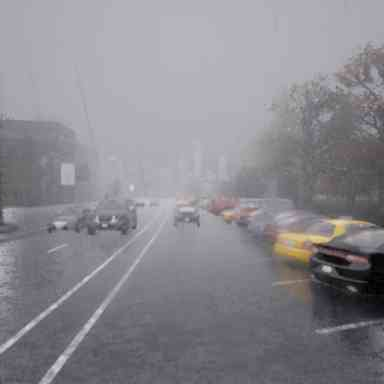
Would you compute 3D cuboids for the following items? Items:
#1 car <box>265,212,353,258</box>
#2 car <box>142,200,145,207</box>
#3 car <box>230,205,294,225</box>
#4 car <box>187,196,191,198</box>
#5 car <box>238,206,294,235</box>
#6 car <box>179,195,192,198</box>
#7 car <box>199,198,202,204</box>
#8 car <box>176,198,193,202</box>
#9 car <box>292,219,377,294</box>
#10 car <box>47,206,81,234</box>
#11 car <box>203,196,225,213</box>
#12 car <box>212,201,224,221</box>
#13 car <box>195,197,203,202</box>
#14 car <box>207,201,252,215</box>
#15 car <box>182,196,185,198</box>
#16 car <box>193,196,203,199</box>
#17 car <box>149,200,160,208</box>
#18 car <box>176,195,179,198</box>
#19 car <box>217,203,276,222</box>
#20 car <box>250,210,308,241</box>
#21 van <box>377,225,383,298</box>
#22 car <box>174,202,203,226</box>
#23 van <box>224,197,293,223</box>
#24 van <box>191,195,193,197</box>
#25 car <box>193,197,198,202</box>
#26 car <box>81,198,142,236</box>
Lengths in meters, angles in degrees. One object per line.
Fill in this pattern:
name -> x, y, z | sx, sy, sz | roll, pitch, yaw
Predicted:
car -> 5.378, 1.587, 11.159 | 5.366, 1.575, 1.946 | 1, -1, -21
car -> -9.724, 2.179, 61.568 | 1.895, 1.301, 4.718 | 0, -1, -4
car -> 4.997, 1.693, 19.963 | 4.674, 1.452, 2.002 | 1, -1, -22
car -> 2.118, 2.105, 67.396 | 5.008, 1.535, 2.097 | 1, -1, -26
car -> 5.056, 1.672, 17.009 | 4.674, 1.452, 2.002 | 0, 0, -21
car -> 0.275, 2.038, 85.152 | 5.566, 2.045, 2.435 | 1, -1, -27
car -> 3.944, 1.851, 43.700 | 4.892, 1.521, 2.231 | 1, 0, -24
car -> -1.212, 1.832, 41.939 | 1.882, 1.535, 5.008 | 0, -1, -3
car -> 5.241, 1.562, 8.123 | 5.008, 1.535, 2.097 | 1, -1, -21
car -> -7.417, 1.675, 20.854 | 2.128, 1.511, 4.902 | 0, 0, -2
car -> 4.452, 1.519, 34.821 | 5.566, 2.045, 2.435 | 1, -1, -23
car -> 4.633, 1.691, 25.828 | 5.366, 1.575, 1.946 | 1, 0, -22
car -> 3.520, 1.938, 49.620 | 4.792, 1.488, 2.163 | 1, 0, -24
car -> 4.276, 1.835, 37.768 | 4.674, 1.452, 2.002 | 1, 0, -23
car -> 0.910, 2.243, 79.224 | 5.008, 1.535, 2.097 | 1, -1, -26
car -> 3.086, 1.844, 55.553 | 4.553, 1.767, 2.185 | 1, -1, -25
car -> -6.877, 2.115, 61.288 | 2.033, 1.411, 5.357 | 0, -1, -4
car -> -0.864, 2.030, 93.973 | 5.566, 2.045, 2.435 | 1, 1, -28
car -> 4.691, 1.760, 28.868 | 4.674, 1.452, 2.002 | 1, 0, -23
car -> 5.138, 1.651, 14.062 | 4.674, 1.452, 2.002 | 1, -1, -21
van -> 5.389, 1.312, 5.199 | 4.442, 1.987, 1.878 | 1, -1, -21
car -> -0.407, 1.734, 25.132 | 1.812, 1.442, 4.674 | 0, 0, -2
van -> 4.803, 1.447, 22.886 | 4.442, 1.987, 1.878 | 1, 0, -22
van -> 2.743, 1.812, 61.540 | 4.442, 1.987, 1.878 | 1, -1, -25
car -> 3.332, 1.939, 52.598 | 5.008, 1.535, 2.097 | 1, -1, -24
car -> -4.583, 1.396, 19.912 | 2.150, 2.045, 5.566 | 0, 0, -2
